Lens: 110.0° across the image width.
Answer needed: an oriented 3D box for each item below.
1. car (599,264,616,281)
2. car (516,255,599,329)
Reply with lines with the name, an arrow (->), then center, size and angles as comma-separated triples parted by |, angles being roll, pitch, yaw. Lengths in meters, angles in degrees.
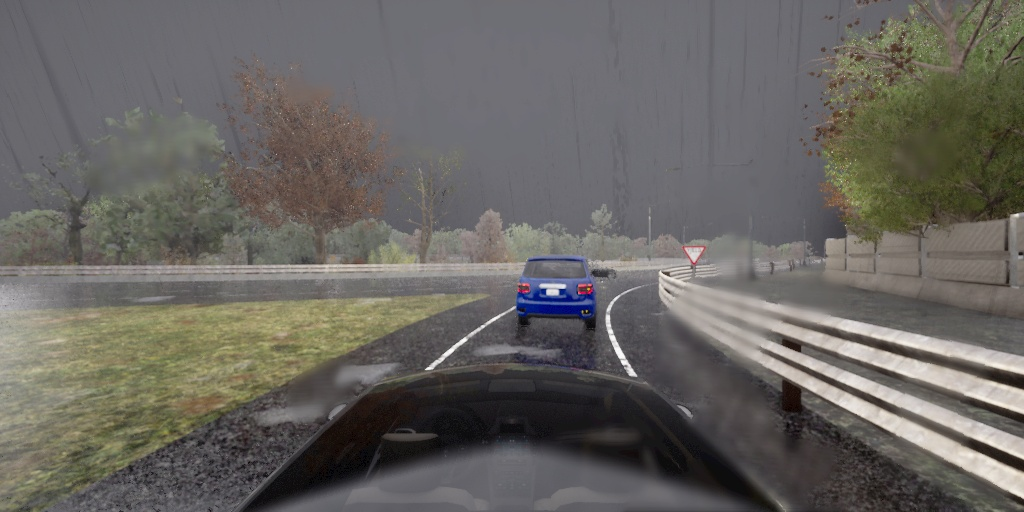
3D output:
car -> 6.483, 1.276, 29.650 | 4.902, 1.511, 2.128 | 0, 0, -30
car -> 1.625, 0.986, 11.590 | 2.150, 2.045, 5.566 | 0, 0, 13
